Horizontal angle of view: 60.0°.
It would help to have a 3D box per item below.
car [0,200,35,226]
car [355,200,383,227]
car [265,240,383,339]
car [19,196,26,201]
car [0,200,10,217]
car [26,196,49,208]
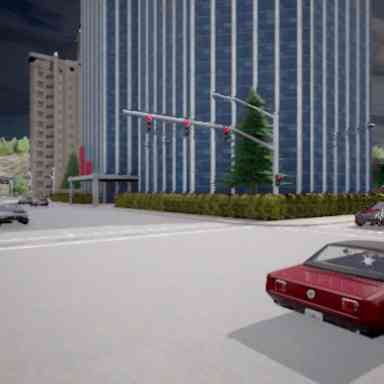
[{"bbox_3d":[-12.862,1.544,23.448,2.033,1.411,5.357,0,0,-36],"label":"car"},{"bbox_3d":[12.538,1.334,21.534,4.553,1.767,2.097,0,0,-35],"label":"car"},{"bbox_3d":[3.673,1.596,6.366,4.718,1.301,1.895,0,0,-35],"label":"car"},{"bbox_3d":[-28.634,1.482,57.442,2.128,1.511,4.902,0,0,-36],"label":"car"},{"bbox_3d":[-18.451,1.523,31.200,1.812,1.442,4.674,0,0,-36],"label":"car"},{"bbox_3d":[-22.483,1.482,49.038,2.128,1.511,4.902,0,0,-36],"label":"car"}]
